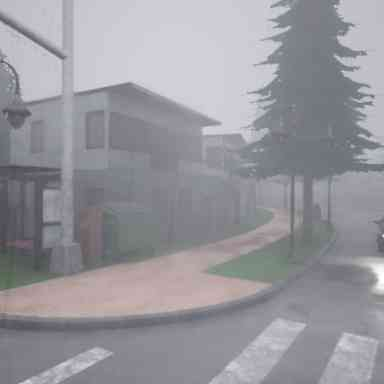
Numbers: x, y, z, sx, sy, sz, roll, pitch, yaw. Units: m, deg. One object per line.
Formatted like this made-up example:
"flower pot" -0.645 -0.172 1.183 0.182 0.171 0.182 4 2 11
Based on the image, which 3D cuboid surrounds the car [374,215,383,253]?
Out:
"car" 8.361 1.530 13.231 1.812 1.442 4.674 1 0 27
